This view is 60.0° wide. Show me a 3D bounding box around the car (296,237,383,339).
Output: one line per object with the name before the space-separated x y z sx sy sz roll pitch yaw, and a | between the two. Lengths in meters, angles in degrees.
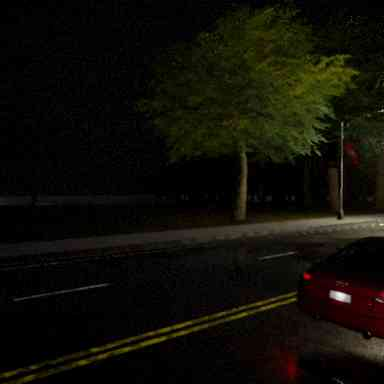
car | 3.884 1.557 6.220 4.181 1.385 1.994 0 0 -36
